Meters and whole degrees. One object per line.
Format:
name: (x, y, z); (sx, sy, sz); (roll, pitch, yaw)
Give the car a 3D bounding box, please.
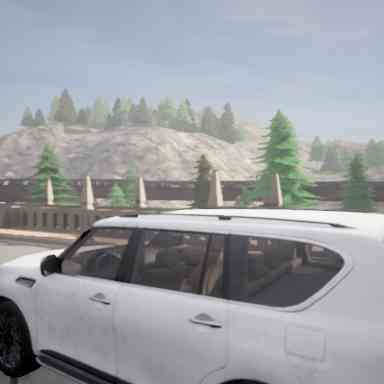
car: (-0.192, 1.208, 3.910); (5.566, 2.045, 2.150); (0, 0, 34)
